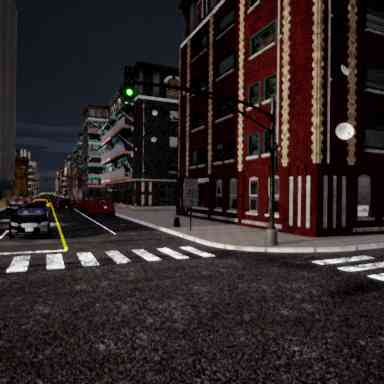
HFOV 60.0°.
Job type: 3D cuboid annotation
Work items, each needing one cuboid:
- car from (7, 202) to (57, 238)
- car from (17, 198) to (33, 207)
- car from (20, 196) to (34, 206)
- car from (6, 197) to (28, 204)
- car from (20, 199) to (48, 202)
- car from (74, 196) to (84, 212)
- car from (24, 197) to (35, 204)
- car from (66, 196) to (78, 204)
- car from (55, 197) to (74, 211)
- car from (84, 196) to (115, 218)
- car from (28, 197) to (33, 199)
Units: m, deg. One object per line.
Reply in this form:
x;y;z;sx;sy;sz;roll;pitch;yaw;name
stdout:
-8.603;1.511;17.850;2.128;1.511;4.902;1;0;-23;car
-26.885;1.632;53.650;2.008;1.369;4.403;1;0;-24;car
-29.158;1.534;58.759;1.967;1.590;4.097;1;0;-24;car
-20.188;1.591;38.266;2.008;1.369;4.403;1;0;-24;car
-12.422;1.568;26.687;1.812;1.442;4.674;1;0;-23;car
-12.960;1.463;41.412;2.192;1.841;5.009;1;0;-24;car
-33.701;1.702;68.983;1.802;1.307;4.206;1;0;-24;car
-25.444;1.666;70.410;1.967;1.590;4.097;1;0;-24;car
-16.610;1.626;43.625;1.837;1.490;4.892;1;-1;-24;car
-8.496;1.437;31.156;2.192;1.841;5.009;1;0;-24;car
-16.545;1.546;36.329;1.882;1.535;5.008;1;0;-24;car
